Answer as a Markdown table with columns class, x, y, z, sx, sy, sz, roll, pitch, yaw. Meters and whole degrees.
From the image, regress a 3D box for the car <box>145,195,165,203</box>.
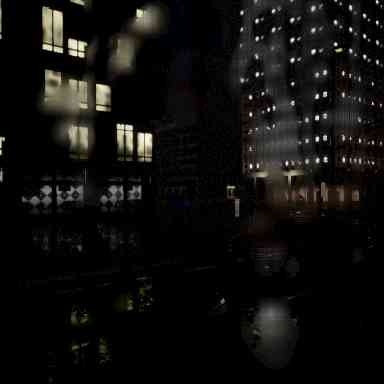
| class | x | y | z | sx | sy | sz | roll | pitch | yaw |
| --- | --- | --- | --- | --- | --- | --- | --- | --- | --- |
| car | -6.996 | 1.238 | 63.289 | 1.887 | 1.381 | 4.507 | 0 | 0 | -34 |

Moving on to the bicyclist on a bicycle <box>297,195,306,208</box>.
| class | x | y | z | sx | sy | sz | roll | pitch | yaw |
| --- | --- | --- | --- | --- | --- | --- | --- | --- | --- |
| bicyclist on a bicycle | 12.917 | 1.117 | 39.213 | 1.656 | 1.620 | 0.582 | -1 | 1 | -34 |

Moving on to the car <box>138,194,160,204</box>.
| class | x | y | z | sx | sy | sz | roll | pitch | yaw |
| --- | --- | --- | --- | --- | --- | --- | --- | --- | --- |
| car | -7.817 | 1.204 | 59.876 | 1.882 | 1.535 | 5.008 | -1 | 1 | -34 |

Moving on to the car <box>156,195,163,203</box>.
| class | x | y | z | sx | sy | sz | roll | pitch | yaw |
| --- | --- | --- | --- | --- | --- | --- | --- | --- | --- |
| car | -3.883 | 1.035 | 58.707 | 2.192 | 1.841 | 5.009 | 0 | 0 | -34 |

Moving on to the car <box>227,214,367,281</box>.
| class | x | y | z | sx | sy | sz | roll | pitch | yaw |
| --- | --- | --- | --- | --- | --- | --- | --- | --- | --- |
| car | 3.293 | 1.474 | 10.049 | 5.008 | 1.535 | 1.882 | 0 | 0 | -36 |

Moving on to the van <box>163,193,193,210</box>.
| class | x | y | z | sx | sy | sz | roll | pitch | yaw |
| --- | --- | --- | --- | --- | --- | --- | --- | --- | --- |
| van | -1.474 | 1.210 | 40.252 | 1.690 | 1.788 | 3.998 | 0 | 0 | -34 |
